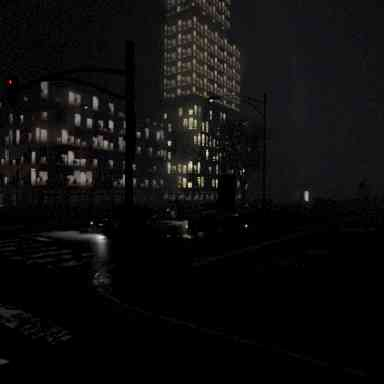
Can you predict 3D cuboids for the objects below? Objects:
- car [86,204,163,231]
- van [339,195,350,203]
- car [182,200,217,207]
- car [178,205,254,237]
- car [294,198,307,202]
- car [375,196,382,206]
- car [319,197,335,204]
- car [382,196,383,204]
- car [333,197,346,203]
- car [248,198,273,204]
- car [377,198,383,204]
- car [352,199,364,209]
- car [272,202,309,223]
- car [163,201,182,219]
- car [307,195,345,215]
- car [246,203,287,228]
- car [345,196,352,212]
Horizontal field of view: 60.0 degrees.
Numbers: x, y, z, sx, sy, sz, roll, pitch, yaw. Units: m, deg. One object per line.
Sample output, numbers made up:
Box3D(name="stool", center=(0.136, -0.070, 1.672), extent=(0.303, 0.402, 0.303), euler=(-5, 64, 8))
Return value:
Box3D(name="car", center=(-4.337, 1.548, 21.088), extent=(1.837, 1.490, 4.892), euler=(1, 0, 36))
Box3D(name="van", center=(38.150, 1.705, 82.945), extent=(1.690, 1.788, 3.998), euler=(1, 0, 36))
Box3D(name="car", center=(1.659, 1.568, 29.198), extent=(1.882, 1.535, 5.008), euler=(1, 0, 36))
Box3D(name="car", center=(1.517, 1.696, 19.056), extent=(2.008, 1.369, 4.403), euler=(1, 0, 36))
Box3D(name="car", center=(18.253, 1.726, 56.023), extent=(1.752, 1.417, 4.829), euler=(1, 0, 36))
Box3D(name="car", center=(35.093, 1.940, 64.710), extent=(1.752, 1.417, 4.829), euler=(1, 0, 36))
Box3D(name="car", center=(28.251, 1.848, 69.552), extent=(1.947, 1.339, 4.313), euler=(1, 0, 36))
Box3D(name="car", center=(41.592, 1.783, 73.502), extent=(2.192, 1.841, 5.009), euler=(1, 0, 36))
Box3D(name="car", center=(34.748, 1.861, 78.344), extent=(1.752, 1.417, 4.829), euler=(1, 0, 36))
Box3D(name="car", center=(7.744, 1.492, 37.413), extent=(2.097, 1.767, 4.553), euler=(1, 0, 37))
Box3D(name="car", center=(44.888, 2.047, 77.967), extent=(2.008, 1.369, 4.403), euler=(1, 0, 36))
Box3D(name="car", center=(25.096, 1.773, 51.180), extent=(1.967, 1.590, 4.097), euler=(1, 0, 36))
Box3D(name="car", center=(8.031, 1.778, 27.873), extent=(1.802, 1.307, 4.206), euler=(1, 0, 36))
Box3D(name="car", center=(-1.541, 1.480, 29.450), extent=(1.967, 1.590, 4.097), euler=(1, 0, 36))
Box3D(name="car", center=(15.269, 1.569, 37.738), extent=(2.192, 1.841, 5.009), euler=(1, 0, 36))
Box3D(name="car", center=(4.775, 1.736, 23.465), extent=(1.947, 1.339, 4.313), euler=(1, 0, 36))
Box3D(name="car", center=(18.540, 1.720, 42.223), extent=(1.967, 1.590, 4.097), euler=(1, 0, 36))
